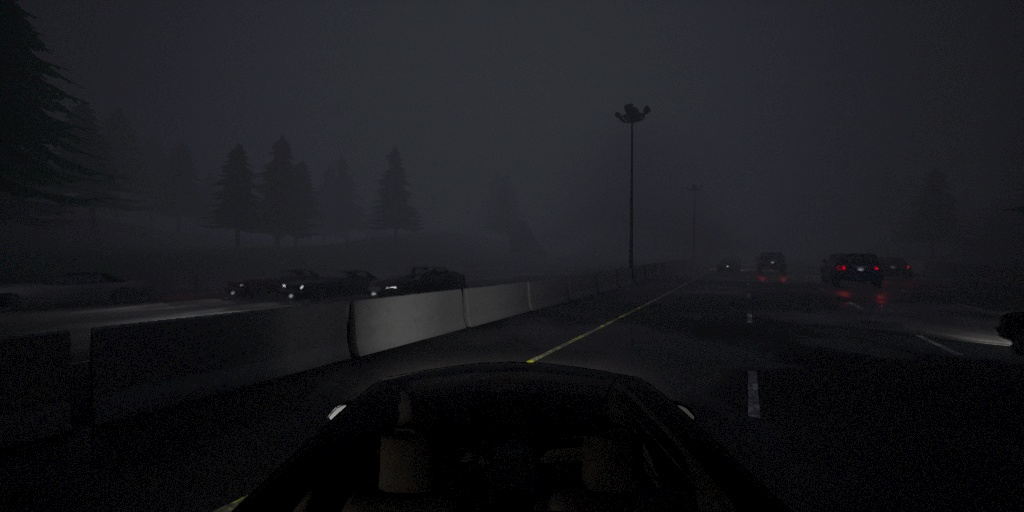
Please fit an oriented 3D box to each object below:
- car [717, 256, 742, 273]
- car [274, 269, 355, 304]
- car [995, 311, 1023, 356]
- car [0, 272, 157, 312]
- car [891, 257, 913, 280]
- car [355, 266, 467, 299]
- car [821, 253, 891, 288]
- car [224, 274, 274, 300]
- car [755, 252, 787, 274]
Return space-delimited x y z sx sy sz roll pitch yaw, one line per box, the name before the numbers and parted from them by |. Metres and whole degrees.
car | 22.282 0.956 36.898 1.994 1.385 4.181 0 1 33
car | -7.931 1.333 16.676 1.895 1.301 4.718 0 0 33
car | 9.924 1.293 5.244 2.033 1.411 5.357 0 0 33
car | -17.782 1.337 14.409 1.895 1.301 4.718 0 0 33
car | 28.926 0.820 27.876 2.097 1.767 4.553 0 1 33
car | -4.094 1.220 16.144 2.128 1.511 4.902 0 0 33
car | 21.317 0.810 22.641 2.150 2.045 5.566 0 1 33
car | -11.302 1.333 17.916 1.895 1.301 4.718 0 0 33
car | 24.835 0.628 34.405 2.150 2.045 5.566 0 1 33
